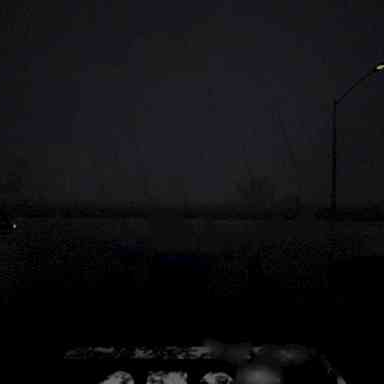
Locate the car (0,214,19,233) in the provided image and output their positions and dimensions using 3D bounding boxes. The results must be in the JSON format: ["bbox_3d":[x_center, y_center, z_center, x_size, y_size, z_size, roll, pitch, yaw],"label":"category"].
[{"bbox_3d":[-11.353,1.421,16.716,4.902,1.511,2.128,1,1,0],"label":"car"}]
